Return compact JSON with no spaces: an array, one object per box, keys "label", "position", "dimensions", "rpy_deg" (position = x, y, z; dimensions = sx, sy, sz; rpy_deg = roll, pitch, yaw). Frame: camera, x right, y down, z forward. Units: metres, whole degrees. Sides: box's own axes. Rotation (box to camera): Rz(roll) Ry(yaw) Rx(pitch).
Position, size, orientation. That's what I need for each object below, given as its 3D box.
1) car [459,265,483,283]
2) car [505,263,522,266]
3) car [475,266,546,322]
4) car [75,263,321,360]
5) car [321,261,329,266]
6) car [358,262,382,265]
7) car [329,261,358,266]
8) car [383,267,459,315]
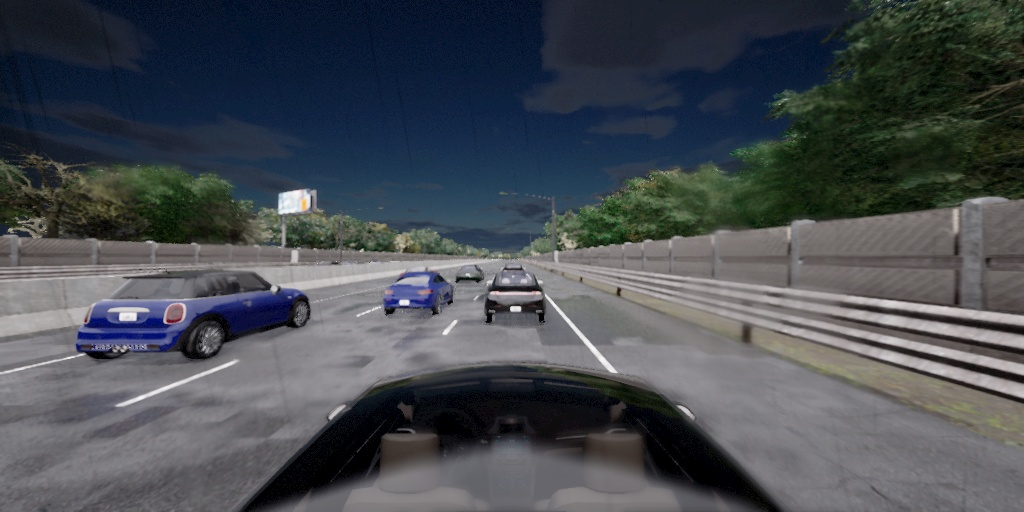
[{"label":"car","position":[-3.394,1.409,29.457],"dimensions":[1.994,1.385,4.181],"rpy_deg":[0,0,0]},{"label":"car","position":[0.106,1.333,28.792],"dimensions":[2.128,1.511,4.902],"rpy_deg":[0,0,0]},{"label":"car","position":[0.103,1.273,12.423],"dimensions":[2.128,1.511,4.902],"rpy_deg":[0,0,0]},{"label":"car","position":[-6.900,1.121,8.571],"dimensions":[2.097,1.767,4.553],"rpy_deg":[0,0,0]},{"label":"car","position":[-24.557,1.439,47.949],"dimensions":[1.837,1.490,4.892],"rpy_deg":[0,-1,0]},{"label":"car","position":[-17.574,1.448,46.201],"dimensions":[1.812,1.442,4.674],"rpy_deg":[0,-1,0]},{"label":"car","position":[-21.065,1.418,46.513],"dimensions":[2.128,1.511,4.902],"rpy_deg":[0,0,0]},{"label":"car","position":[-3.396,1.311,13.626],"dimensions":[1.812,1.442,4.674],"rpy_deg":[0,0,0]}]
